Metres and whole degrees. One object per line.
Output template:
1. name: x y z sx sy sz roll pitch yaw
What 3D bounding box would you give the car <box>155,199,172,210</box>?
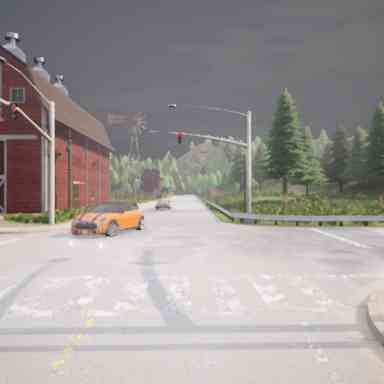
1. car: -3.537 1.581 41.962 1.895 1.301 4.718 0 0 0

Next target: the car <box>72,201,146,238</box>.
1. car: -4.328 1.330 17.862 2.097 1.767 4.553 -1 -1 19
